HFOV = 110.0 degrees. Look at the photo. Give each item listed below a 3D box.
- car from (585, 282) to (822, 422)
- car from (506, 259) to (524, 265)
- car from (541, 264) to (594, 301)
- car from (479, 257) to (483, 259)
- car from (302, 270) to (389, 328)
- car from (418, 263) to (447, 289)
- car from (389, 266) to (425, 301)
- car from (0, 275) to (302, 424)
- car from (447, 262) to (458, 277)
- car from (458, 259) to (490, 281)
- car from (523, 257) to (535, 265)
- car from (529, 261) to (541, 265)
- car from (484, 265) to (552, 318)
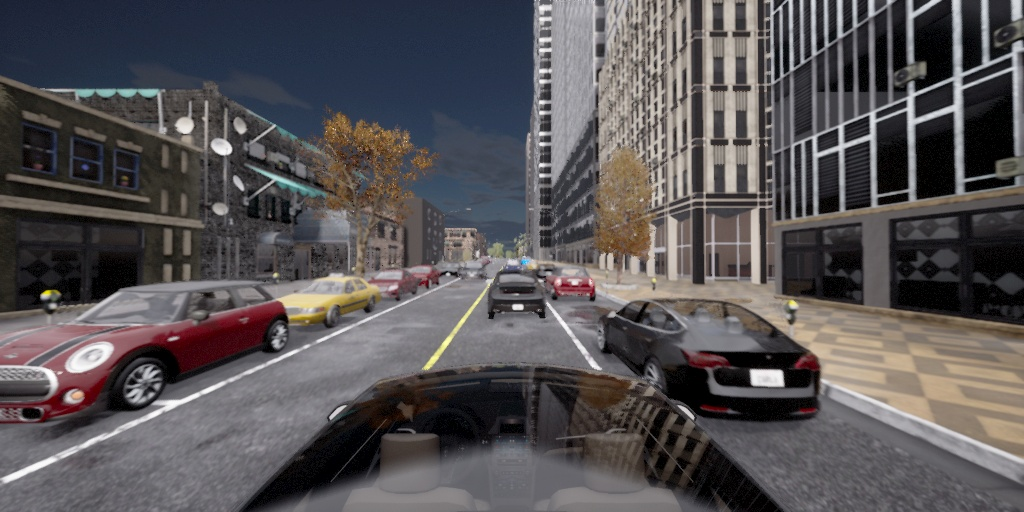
[{"bbox_3d":[2.657,1.309,5.829,1.948,1.339,4.313,0,0,0],"label":"car"},{"bbox_3d":[0.096,1.290,40.156,1.895,1.301,4.718,0,0,0],"label":"car"},{"bbox_3d":[2.656,1.165,17.118,1.967,1.591,4.097,0,0,0],"label":"car"},{"bbox_3d":[-5.697,1.223,51.036,2.007,1.370,4.403,0,0,0],"label":"car"},{"bbox_3d":[-5.691,1.259,11.358,1.751,1.417,4.829,0,0,0],"label":"car"},{"bbox_3d":[-5.693,1.261,22.815,1.888,1.381,4.507,0,0,0],"label":"car"},{"bbox_3d":[-5.692,1.306,17.172,1.802,1.307,4.207,0,0,0],"label":"car"},{"bbox_3d":[-5.690,1.182,5.884,1.967,1.591,4.097,0,0,0],"label":"car"},{"bbox_3d":[-5.694,1.264,34.104,1.948,1.339,4.313,0,0,0],"label":"car"},{"bbox_3d":[-3.093,1.230,30.016,1.812,1.442,4.674,0,0,0],"label":"car"},{"bbox_3d":[2.652,1.207,45.508,1.751,1.417,4.829,0,0,0],"label":"car"},{"bbox_3d":[2.654,1.274,28.406,1.948,1.339,4.313,0,0,0],"label":"car"},{"bbox_3d":[0.115,1.237,12.843,1.837,1.490,4.892,0,0,-1],"label":"car"}]
